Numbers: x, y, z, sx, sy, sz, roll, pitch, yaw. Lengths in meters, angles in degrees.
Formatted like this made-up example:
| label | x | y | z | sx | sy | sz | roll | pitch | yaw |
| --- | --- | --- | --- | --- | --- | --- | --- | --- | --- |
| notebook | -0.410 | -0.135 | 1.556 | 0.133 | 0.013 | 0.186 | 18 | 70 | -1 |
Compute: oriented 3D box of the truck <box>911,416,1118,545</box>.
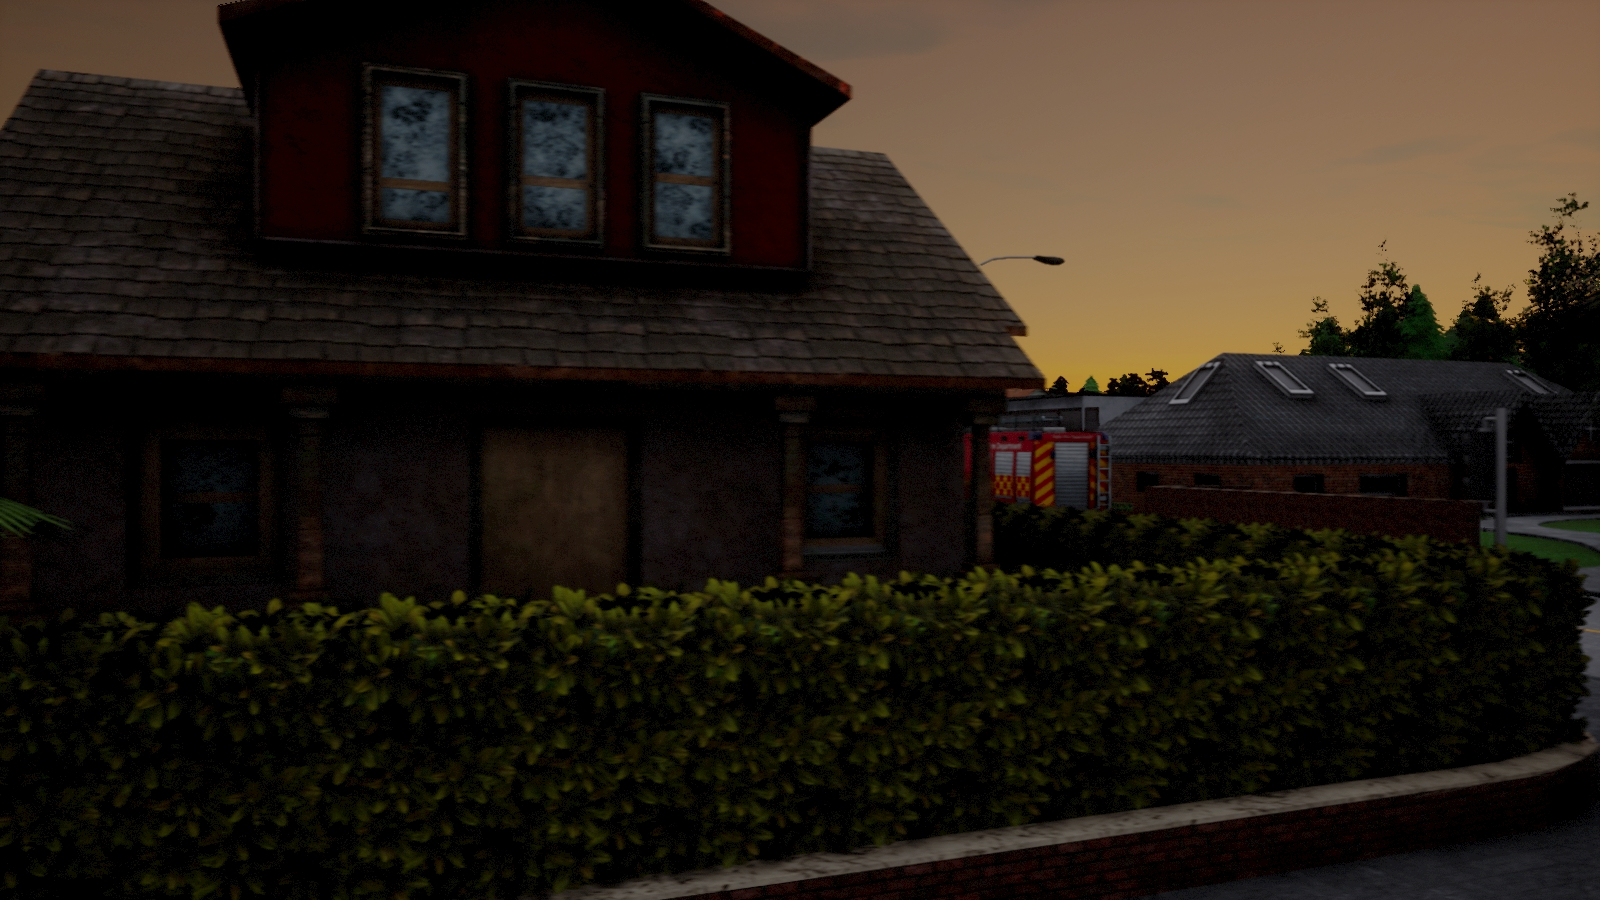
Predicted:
| label | x | y | z | sx | sy | sz | roll | pitch | yaw |
| --- | --- | --- | --- | --- | --- | --- | --- | --- | --- |
| truck | 6.879 | 0.892 | 38.379 | 2.891 | 3.827 | 8.468 | 0 | 0 | -20 |
